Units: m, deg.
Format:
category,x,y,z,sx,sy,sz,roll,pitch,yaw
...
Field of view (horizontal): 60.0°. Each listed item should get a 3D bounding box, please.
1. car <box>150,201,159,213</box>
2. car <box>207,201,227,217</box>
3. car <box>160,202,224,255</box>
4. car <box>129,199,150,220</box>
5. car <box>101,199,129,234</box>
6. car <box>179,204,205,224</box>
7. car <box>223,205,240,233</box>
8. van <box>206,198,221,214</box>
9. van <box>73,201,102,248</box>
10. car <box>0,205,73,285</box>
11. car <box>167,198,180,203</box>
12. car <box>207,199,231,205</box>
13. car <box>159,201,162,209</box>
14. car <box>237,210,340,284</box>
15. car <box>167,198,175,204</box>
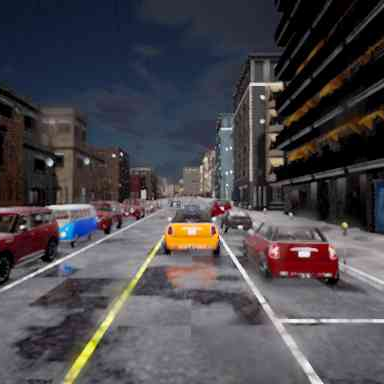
category,x,y,z,sx,sy,sz,roll,pitch,yaw
car,-5.681,1.843,42.400,1.967,1.590,4.097,1,-1,0
car,2.700,1.792,36.987,1.967,1.590,4.097,1,-1,0
car,0.000,1.486,14.099,2.097,1.767,4.553,0,-1,0
car,-5.677,1.616,31.587,2.192,1.841,5.009,1,-1,0
car,-5.675,1.514,20.773,2.192,1.841,5.009,1,-1,0
car,-0.004,1.824,29.013,2.033,1.411,5.357,0,-1,0
car,2.701,1.750,20.765,2.008,1.369,4.403,1,-1,0
van,2.701,1.744,42.394,1.690,1.788,3.998,1,-1,0
van,-5.675,1.489,15.366,1.690,1.788,3.998,1,-1,0
car,-5.673,1.411,9.959,2.192,1.841,5.009,1,-1,0
car,-3.013,2.066,60.464,2.128,1.511,4.902,0,-1,0
car,2.703,1.616,31.581,2.192,1.841,5.009,1,-1,0
car,-5.685,2.055,53.212,2.008,1.369,4.403,1,-1,0
car,2.704,1.537,9.952,1.967,1.590,4.097,1,-1,0
car,-5.767,2.404,91.166,1.887,1.381,4.507,1,-1,0
